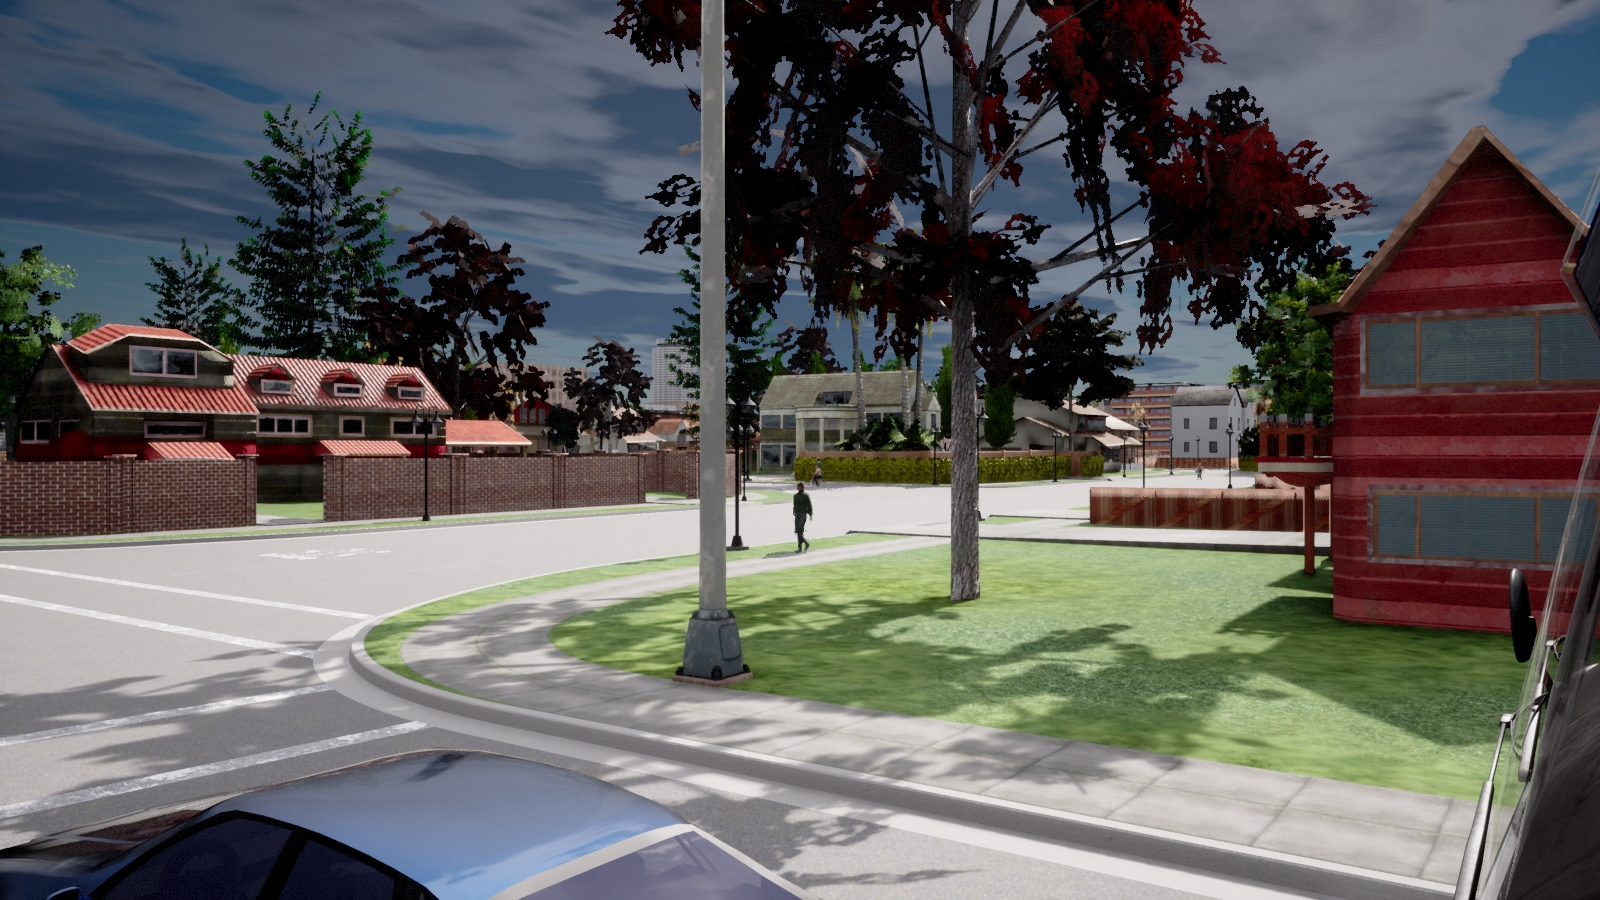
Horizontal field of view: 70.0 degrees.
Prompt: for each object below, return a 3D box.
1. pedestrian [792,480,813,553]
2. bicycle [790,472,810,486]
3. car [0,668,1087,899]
[{"bbox_3d":[0.068,1.704,29.357,0.375,1.860,0.375,0,0,35],"label":"pedestrian"},{"bbox_3d":[0.002,2.256,89.001,0.859,1.080,1.487,0,0,34],"label":"bicycle"},{"bbox_3d":[-1.713,2.106,4.943,5.357,1.411,2.033,0,0,36],"label":"car"}]
